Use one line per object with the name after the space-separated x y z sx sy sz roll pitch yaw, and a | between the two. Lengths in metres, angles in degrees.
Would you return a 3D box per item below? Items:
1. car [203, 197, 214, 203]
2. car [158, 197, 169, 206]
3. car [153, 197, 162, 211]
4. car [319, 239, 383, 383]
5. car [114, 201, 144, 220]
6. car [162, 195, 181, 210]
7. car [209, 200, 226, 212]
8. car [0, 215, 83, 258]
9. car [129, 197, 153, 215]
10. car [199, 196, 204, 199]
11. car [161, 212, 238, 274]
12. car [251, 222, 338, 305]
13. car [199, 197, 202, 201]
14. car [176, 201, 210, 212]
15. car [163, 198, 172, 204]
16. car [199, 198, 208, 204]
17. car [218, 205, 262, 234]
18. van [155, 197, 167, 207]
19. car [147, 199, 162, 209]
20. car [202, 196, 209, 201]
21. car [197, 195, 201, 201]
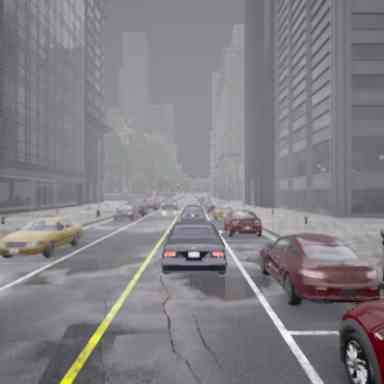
2.760 1.701 40.474 1.967 1.590 4.097 0 0 0 | car
-5.764 1.890 67.615 1.967 1.590 4.097 0 0 0 | car
-5.766 1.613 45.912 2.192 1.841 5.009 0 0 0 | car
2.759 1.456 2.500 1.967 1.590 4.097 0 0 0 | car
-5.765 1.769 29.633 1.802 1.307 4.206 0 0 0 | car
-3.081 1.657 47.090 2.097 1.767 4.553 0 0 0 | car
2.760 1.714 29.794 1.752 1.417 4.829 0 0 0 | car
-5.766 1.607 13.185 1.752 1.417 4.829 0 0 0 | car
-5.766 1.539 35.060 2.192 1.841 5.009 0 0 0 | car
2.761 1.939 62.343 1.752 1.417 4.829 0 0 0 | car
0.065 1.615 10.773 2.033 1.411 5.357 0 0 0 | car
2.759 1.631 7.923 1.802 1.307 4.206 0 0 0 | car
2.761 1.925 56.747 2.008 1.369 4.403 0 0 0 | car
0.066 1.710 25.741 2.033 1.411 5.357 0 0 0 | car
-5.763 2.105 78.466 1.802 1.307 4.206 0 0 0 | car
2.762 2.089 78.448 1.947 1.339 4.313 0 0 0 | car
2.759 1.662 18.774 1.887 1.381 4.507 0 0 0 | car
-5.765 1.753 62.189 1.690 1.788 3.998 0 0 0 | van
-5.765 1.880 51.336 1.887 1.381 4.507 0 0 0 | car
2.760 1.738 45.899 1.967 1.590 4.097 0 0 0 | car
2.761 1.765 67.599 2.192 1.841 5.009 0 0 0 | car
